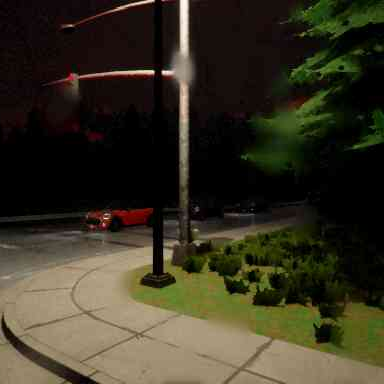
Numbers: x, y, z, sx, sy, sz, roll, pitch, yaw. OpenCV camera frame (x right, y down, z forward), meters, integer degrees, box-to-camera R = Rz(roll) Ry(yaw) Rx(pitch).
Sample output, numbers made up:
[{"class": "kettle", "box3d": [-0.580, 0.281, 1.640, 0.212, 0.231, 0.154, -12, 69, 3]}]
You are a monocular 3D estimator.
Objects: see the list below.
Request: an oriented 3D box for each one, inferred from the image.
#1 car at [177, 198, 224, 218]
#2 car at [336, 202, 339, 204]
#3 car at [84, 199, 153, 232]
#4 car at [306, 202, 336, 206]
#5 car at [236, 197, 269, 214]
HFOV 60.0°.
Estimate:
[{"class": "car", "box3d": [0.789, 1.325, 27.335, 2.097, 1.767, 4.553, 0, 0, 35]}, {"class": "car", "box3d": [22.714, 1.465, 51.368, 2.128, 1.511, 4.902, 0, 0, 37]}, {"class": "car", "box3d": [-4.223, 1.325, 20.087, 2.097, 1.767, 4.553, 0, 0, 35]}, {"class": "car", "box3d": [16.413, 1.195, 42.900, 2.150, 2.045, 5.566, 0, 0, 36]}, {"class": "car", "box3d": [6.528, 1.325, 35.543, 2.097, 1.767, 4.553, 0, 0, 36]}]
